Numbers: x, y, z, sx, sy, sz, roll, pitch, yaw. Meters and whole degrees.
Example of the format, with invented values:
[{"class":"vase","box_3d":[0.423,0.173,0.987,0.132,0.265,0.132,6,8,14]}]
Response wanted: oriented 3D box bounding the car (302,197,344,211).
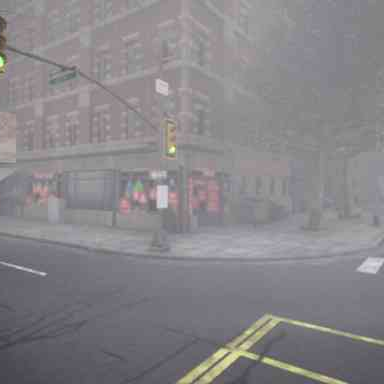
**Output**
[{"class":"car","box_3d":[15.456,1.409,39.245,4.892,1.490,1.837,2,1,40]}]
